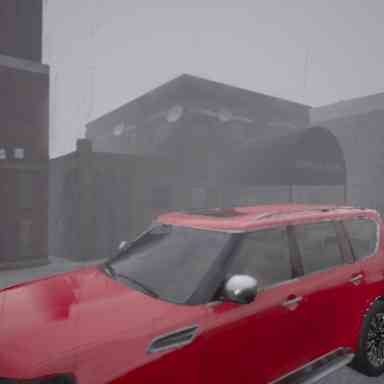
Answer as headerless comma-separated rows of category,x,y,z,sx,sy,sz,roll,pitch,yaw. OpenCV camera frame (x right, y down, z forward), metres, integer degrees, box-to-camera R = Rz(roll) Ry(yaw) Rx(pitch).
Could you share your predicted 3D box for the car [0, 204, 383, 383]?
car,0.416,1.215,3.983,5.566,2.045,2.150,0,0,-35
